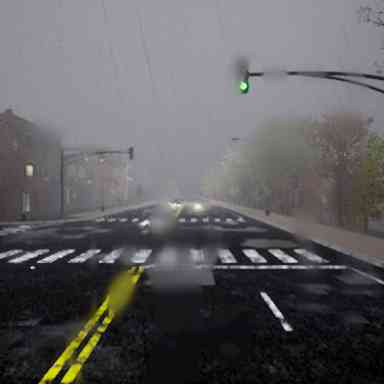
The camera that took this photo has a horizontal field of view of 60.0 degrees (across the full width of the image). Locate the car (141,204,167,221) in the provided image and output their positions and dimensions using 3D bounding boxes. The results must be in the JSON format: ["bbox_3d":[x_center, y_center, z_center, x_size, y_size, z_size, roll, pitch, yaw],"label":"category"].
[{"bbox_3d":[-3.314,1.793,30.047,2.033,1.411,5.357,0,0,0],"label":"car"}]

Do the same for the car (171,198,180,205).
[{"bbox_3d":[-3.495,2.031,71.615,1.837,1.490,4.892,0,0,0],"label":"car"}]
